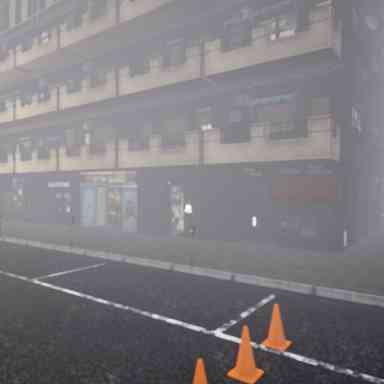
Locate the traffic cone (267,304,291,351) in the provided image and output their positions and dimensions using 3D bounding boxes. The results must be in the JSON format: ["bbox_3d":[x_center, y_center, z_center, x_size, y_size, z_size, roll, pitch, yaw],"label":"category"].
[{"bbox_3d":[1.247,1.960,4.929,0.340,0.580,0.340,0,0,36],"label":"traffic cone"}]

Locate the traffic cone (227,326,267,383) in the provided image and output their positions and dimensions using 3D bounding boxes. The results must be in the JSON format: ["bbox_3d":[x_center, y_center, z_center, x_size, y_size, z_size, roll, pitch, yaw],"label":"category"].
[{"bbox_3d":[0.663,1.960,4.118,0.340,0.580,0.340,0,0,36],"label":"traffic cone"}]

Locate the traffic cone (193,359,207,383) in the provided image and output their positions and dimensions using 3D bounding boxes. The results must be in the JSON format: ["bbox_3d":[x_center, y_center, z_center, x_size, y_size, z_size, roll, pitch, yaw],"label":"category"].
[{"bbox_3d":[0.078,1.960,3.307,0.340,0.580,0.340,0,0,36],"label":"traffic cone"}]
